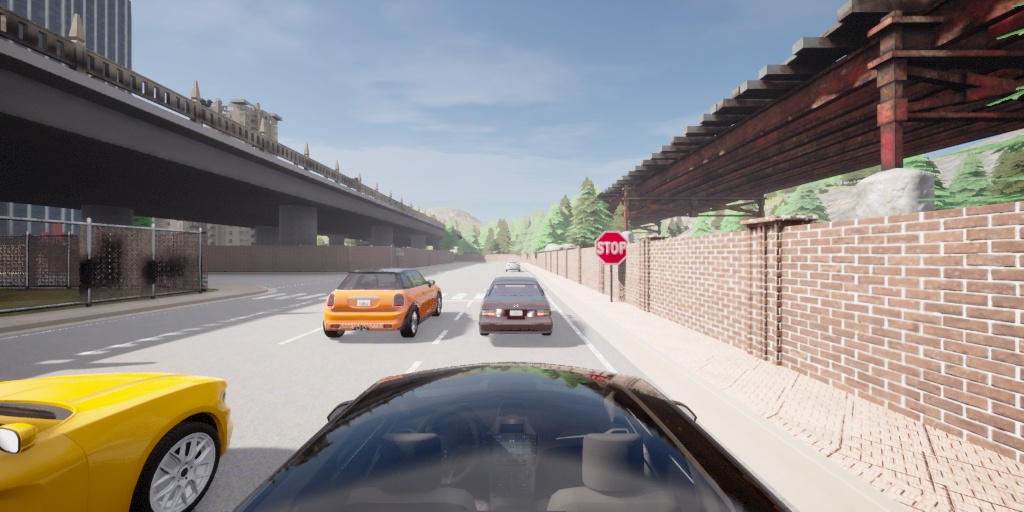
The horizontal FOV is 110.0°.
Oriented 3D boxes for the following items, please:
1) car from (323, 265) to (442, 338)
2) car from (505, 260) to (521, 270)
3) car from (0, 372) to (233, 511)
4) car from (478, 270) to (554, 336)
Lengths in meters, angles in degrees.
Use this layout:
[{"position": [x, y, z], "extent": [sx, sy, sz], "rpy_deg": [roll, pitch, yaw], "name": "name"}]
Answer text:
[{"position": [-3.411, 1.102, 10.371], "extent": [2.097, 1.767, 4.553], "rpy_deg": [0, 0, 0], "name": "car"}, {"position": [0.125, 1.276, 46.264], "extent": [1.812, 1.442, 4.674], "rpy_deg": [0, 0, -1], "name": "car"}, {"position": [-3.398, 1.228, 1.114], "extent": [1.882, 1.535, 5.008], "rpy_deg": [0, 0, 0], "name": "car"}, {"position": [0.090, 1.297, 10.390], "extent": [2.033, 1.411, 5.357], "rpy_deg": [0, 0, 0], "name": "car"}]
